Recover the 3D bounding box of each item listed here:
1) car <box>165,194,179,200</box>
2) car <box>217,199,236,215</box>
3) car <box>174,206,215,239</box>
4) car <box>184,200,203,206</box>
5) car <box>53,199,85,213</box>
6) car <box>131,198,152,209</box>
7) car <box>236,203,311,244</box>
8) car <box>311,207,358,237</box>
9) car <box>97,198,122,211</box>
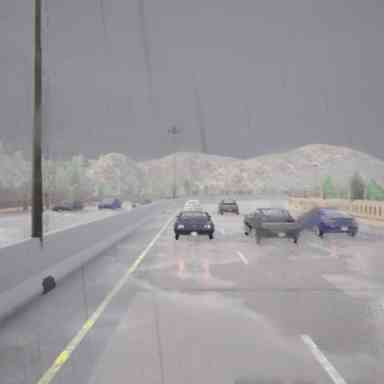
[{"bbox_3d":[-4.666,1.336,77.832,1.882,1.535,5.008,0,0,23],"label":"car"},{"bbox_3d":[3.642,1.493,33.903,2.128,1.511,4.902,0,0,1],"label":"car"},{"bbox_3d":[0.097,1.602,17.316,1.895,1.301,4.718,0,0,0],"label":"car"},{"bbox_3d":[0.163,1.528,35.141,1.812,1.442,4.674,0,0,1],"label":"car"},{"bbox_3d":[-13.912,1.551,37.997,2.033,1.411,5.357,0,0,2],"label":"car"},{"bbox_3d":[-6.519,1.495,43.134,2.128,1.511,4.902,0,0,6],"label":"car"},{"bbox_3d":[3.597,1.492,15.733,2.128,1.511,4.902,0,0,0],"label":"car"},{"bbox_3d":[7.097,1.526,17.786,1.812,1.442,4.674,0,0,0],"label":"car"},{"bbox_3d":[-10.174,1.481,41.304,1.882,1.535,5.008,0,0,4],"label":"car"}]
